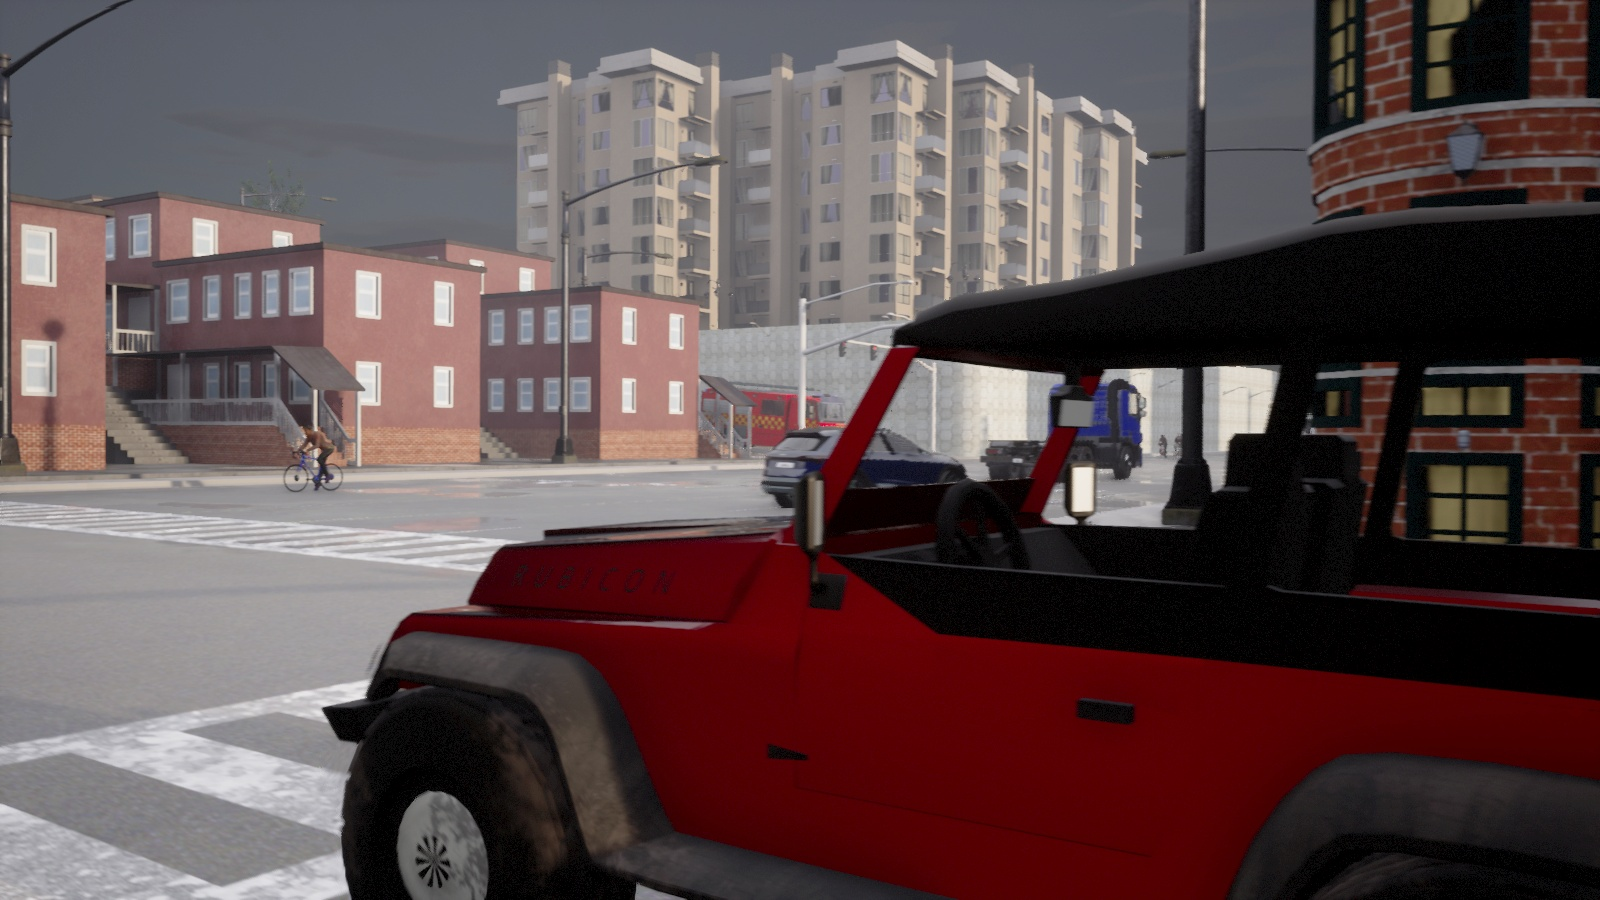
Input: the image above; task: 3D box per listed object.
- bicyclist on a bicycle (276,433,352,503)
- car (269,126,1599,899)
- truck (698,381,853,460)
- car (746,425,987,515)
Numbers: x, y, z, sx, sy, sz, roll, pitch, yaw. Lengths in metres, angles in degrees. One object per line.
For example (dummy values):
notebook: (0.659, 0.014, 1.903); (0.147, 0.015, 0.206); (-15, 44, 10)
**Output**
bicyclist on a bicycle: (-11.670, 0.420, 30.209); (0.582, 1.620, 1.656); (0, 1, 33)
car: (0.705, 0.479, 3.151); (3.866, 1.878, 1.905); (0, 1, 34)
truck: (-1.478, -1.742, 71.290); (8.468, 3.827, 2.891); (5, 4, 33)
car: (1.431, 0.323, 25.384); (4.856, 1.649, 2.033); (-1, 1, -43)
